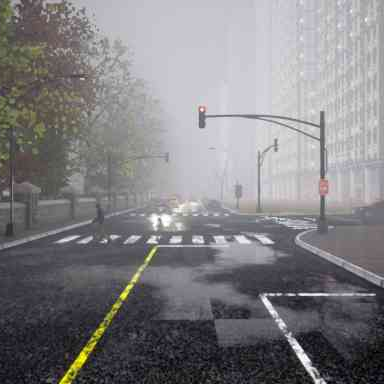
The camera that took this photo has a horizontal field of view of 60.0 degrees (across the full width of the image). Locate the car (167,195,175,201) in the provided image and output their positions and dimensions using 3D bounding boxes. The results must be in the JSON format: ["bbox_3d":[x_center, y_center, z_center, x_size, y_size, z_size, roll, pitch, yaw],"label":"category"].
[{"bbox_3d":[-5.446,1.625,87.860,1.887,1.381,4.507,0,0,0],"label":"car"}]

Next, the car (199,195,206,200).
[{"bbox_3d":[2.950,1.641,93.469,2.008,1.369,4.403,0,0,0],"label":"car"}]

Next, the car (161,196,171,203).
[{"bbox_3d":[-5.492,1.577,70.794,1.752,1.417,4.829,0,0,0],"label":"car"}]

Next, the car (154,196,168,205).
[{"bbox_3d":[-5.523,1.477,59.699,1.967,1.590,4.097,0,0,0],"label":"car"}]

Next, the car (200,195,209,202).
[{"bbox_3d":[2.904,1.501,76.573,1.967,1.590,4.097,0,0,0],"label":"car"}]

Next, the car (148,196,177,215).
[{"bbox_3d":[-3.002,1.506,34.781,2.128,1.511,4.902,0,0,0],"label":"car"}]

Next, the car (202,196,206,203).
[{"bbox_3d":[2.825,1.591,48.410,1.947,1.339,4.313,0,0,0],"label":"car"}]

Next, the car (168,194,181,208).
[{"bbox_3d":[-2.955,1.503,48.755,1.882,1.535,5.008,0,0,0],"label":"car"}]

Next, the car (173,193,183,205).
[{"bbox_3d":[-2.881,1.258,62.304,2.150,2.045,5.566,0,0,1],"label":"car"}]

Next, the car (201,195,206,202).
[{"bbox_3d":[2.841,1.597,54.043,1.947,1.339,4.313,0,0,0],"label":"car"}]

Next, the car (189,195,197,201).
[{"bbox_3d":[0.222,1.441,80.071,1.837,1.490,4.892,0,0,0],"label":"car"}]

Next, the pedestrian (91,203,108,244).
[{"bbox_3d":[-3.930,1.297,14.153,0.375,1.860,0.375,0,0,0],"label":"pedestrian"}]

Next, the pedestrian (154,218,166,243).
[{"bbox_3d":[-1.384,1.676,14.744,0.500,1.100,0.500,0,0,0],"label":"pedestrian"}]

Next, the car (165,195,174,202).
[{"bbox_3d":[-5.460,1.510,82.227,1.967,1.590,4.097,0,0,0],"label":"car"}]

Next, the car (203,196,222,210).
[{"bbox_3d":[2.810,1.586,42.778,1.947,1.339,4.313,0,0,0],"label":"car"}]

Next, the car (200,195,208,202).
[{"bbox_3d":[2.920,1.510,82.204,1.967,1.590,4.097,0,0,0],"label":"car"}]

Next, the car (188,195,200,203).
[{"bbox_3d":[0.194,1.638,70.101,1.895,1.301,4.718,0,0,0],"label":"car"}]

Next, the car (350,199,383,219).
[{"bbox_3d":[14.880,1.262,25.956,4.674,1.442,1.812,-1,0,0],"label":"car"}]
